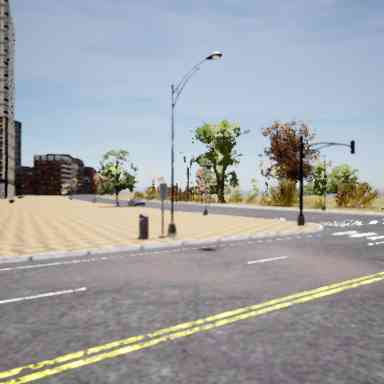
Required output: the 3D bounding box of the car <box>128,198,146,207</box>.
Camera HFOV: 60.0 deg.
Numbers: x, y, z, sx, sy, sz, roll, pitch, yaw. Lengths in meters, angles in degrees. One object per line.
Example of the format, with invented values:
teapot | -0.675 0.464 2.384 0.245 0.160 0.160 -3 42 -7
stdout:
car | -10.075 1.864 60.411 2.033 1.411 5.357 0 0 -29
